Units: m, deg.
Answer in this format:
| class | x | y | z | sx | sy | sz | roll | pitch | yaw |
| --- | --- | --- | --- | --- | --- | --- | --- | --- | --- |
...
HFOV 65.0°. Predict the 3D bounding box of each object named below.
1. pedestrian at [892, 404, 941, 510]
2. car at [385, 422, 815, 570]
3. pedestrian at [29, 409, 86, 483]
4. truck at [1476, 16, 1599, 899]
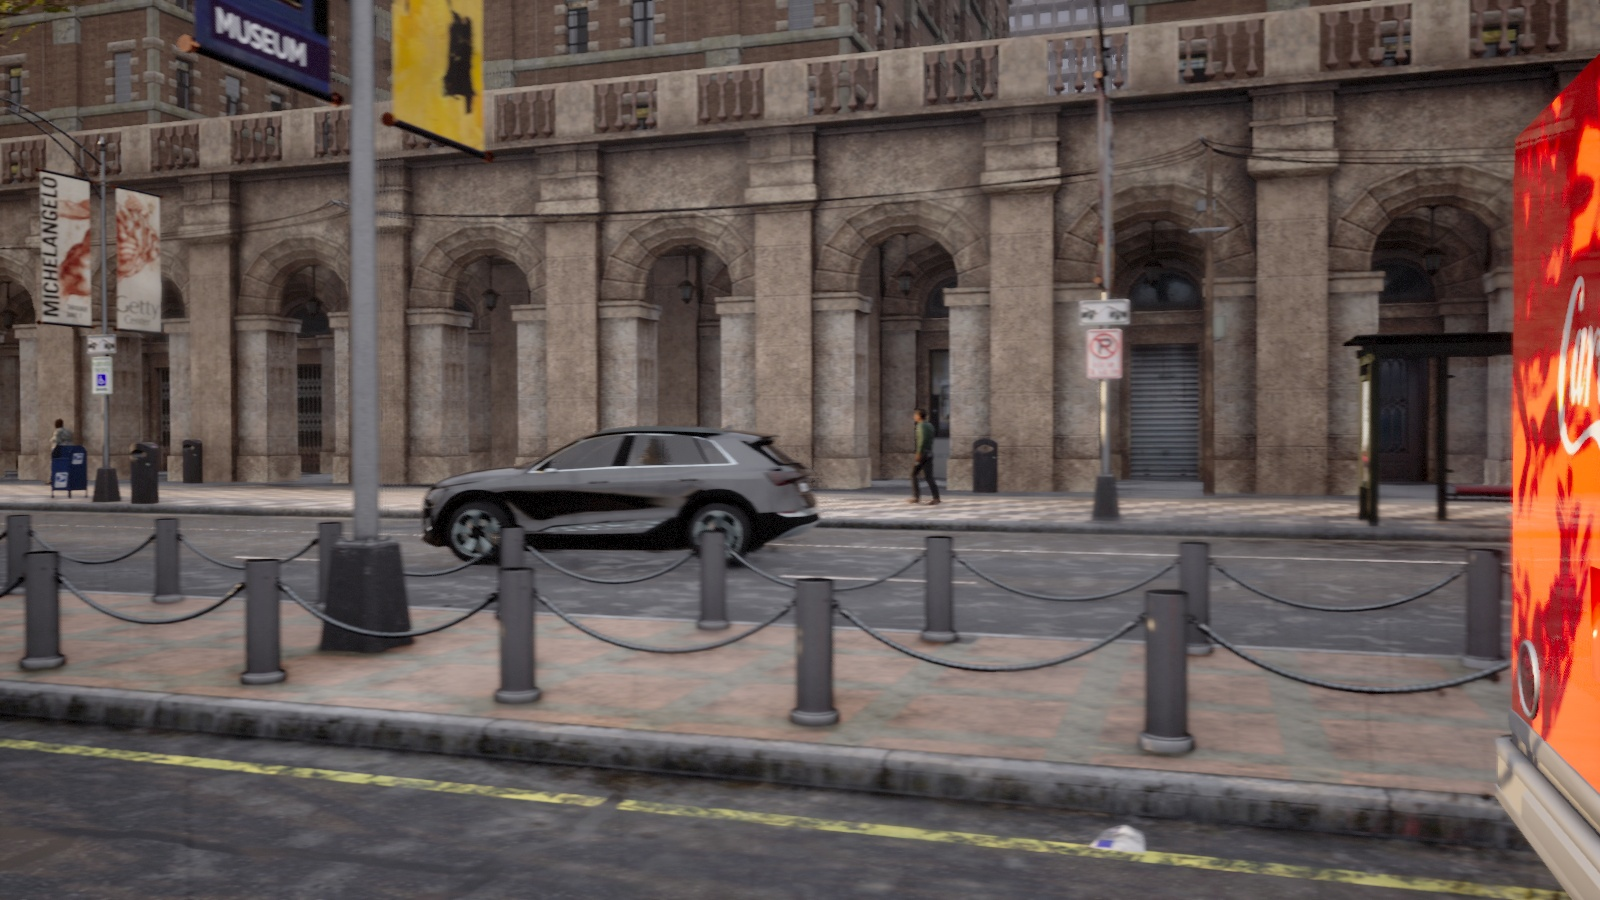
| class | x | y | z | sx | sy | sz | roll | pitch | yaw |
| --- | --- | --- | --- | --- | --- | --- | --- | --- | --- |
| pedestrian | 2.173 | 0.116 | 23.494 | 0.788 | 1.949 | 0.423 | 1 | 1 | 33 |
| car | -2.346 | 0.500 | 15.492 | 4.856 | 1.649 | 2.033 | 0 | 1 | 7 |
| pedestrian | -19.016 | -0.103 | 32.155 | 0.900 | 1.855 | 0.874 | 1 | 1 | 18 |
| truck | 4.148 | 0.328 | 1.806 | 5.204 | 2.467 | 2.627 | 0 | 1 | 19 |
